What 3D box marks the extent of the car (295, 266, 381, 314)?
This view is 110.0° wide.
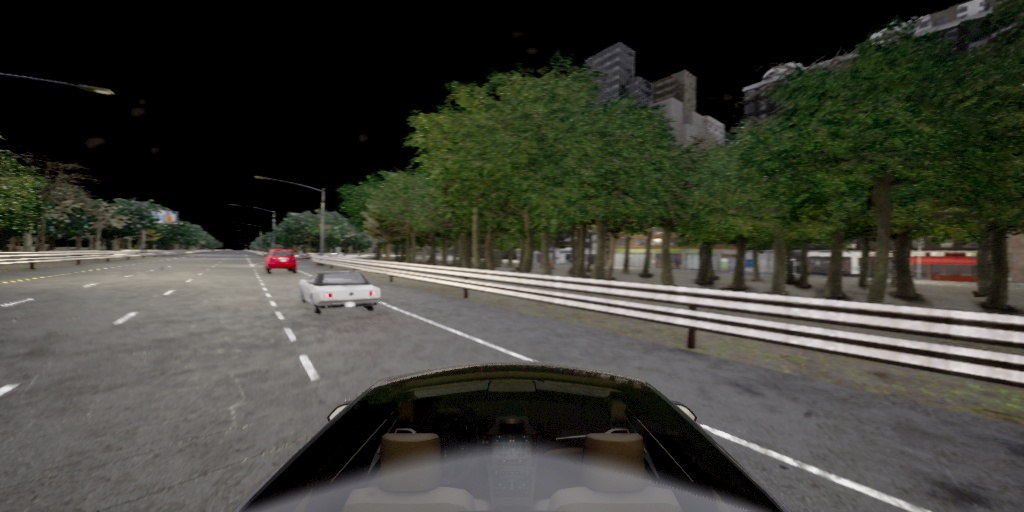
[{"bbox_3d":[-6.334,1.187,12.909,1.895,1.301,4.718,1,0,-37],"label":"car"}]

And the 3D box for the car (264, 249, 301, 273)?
[{"bbox_3d":[-20.714,0.442,32.090,2.150,2.045,5.566,1,0,-37],"label":"car"}]
